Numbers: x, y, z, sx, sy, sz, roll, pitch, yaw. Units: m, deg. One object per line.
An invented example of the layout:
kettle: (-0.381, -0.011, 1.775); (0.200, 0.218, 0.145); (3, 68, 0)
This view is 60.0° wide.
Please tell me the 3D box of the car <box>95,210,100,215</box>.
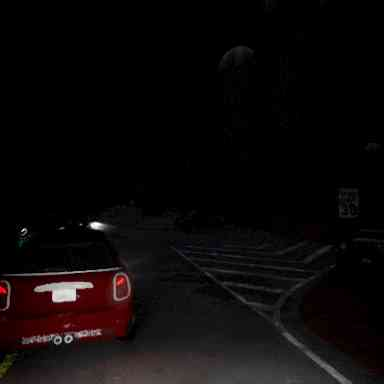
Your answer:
car: (-11.683, 2.742, 38.374); (1.895, 1.301, 4.718); (0, -2, -12)

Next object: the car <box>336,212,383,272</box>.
car: (6.442, 1.645, 11.099); (3.866, 1.878, 1.905); (2, -2, -44)

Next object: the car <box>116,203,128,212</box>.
car: (-17.212, 3.638, 80.510); (2.150, 2.045, 5.566); (0, -2, -12)

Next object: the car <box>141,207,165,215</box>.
car: (-6.900, 3.321, 59.190); (4.181, 1.381, 1.994); (0, -2, -13)

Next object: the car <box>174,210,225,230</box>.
car: (0.570, 2.264, 27.051); (3.988, 1.617, 1.851); (0, -2, -13)

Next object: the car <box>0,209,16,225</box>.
car: (-5.307, 1.397, 6.983); (2.150, 2.045, 5.566); (0, -2, -11)

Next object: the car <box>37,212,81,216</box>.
car: (-7.031, 1.823, 16.619); (2.097, 1.767, 4.553); (0, -2, -12)

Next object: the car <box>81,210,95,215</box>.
car: (-9.099, 2.313, 26.177); (2.033, 1.411, 5.357); (0, -2, -12)

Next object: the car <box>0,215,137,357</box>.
car: (-2.398, 1.511, 6.610); (2.097, 1.767, 4.553); (1, -2, -17)
